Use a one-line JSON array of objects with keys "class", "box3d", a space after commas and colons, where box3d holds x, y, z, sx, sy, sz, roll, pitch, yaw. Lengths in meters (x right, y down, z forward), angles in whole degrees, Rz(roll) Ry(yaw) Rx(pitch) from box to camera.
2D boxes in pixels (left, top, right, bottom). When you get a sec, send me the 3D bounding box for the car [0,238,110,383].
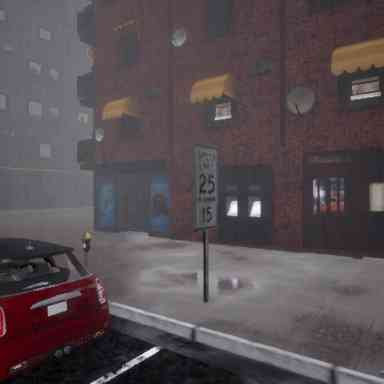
[{"class": "car", "box3d": [-3.215, 1.439, 5.170, 4.097, 1.590, 1.967, 0, 0, 36]}]
